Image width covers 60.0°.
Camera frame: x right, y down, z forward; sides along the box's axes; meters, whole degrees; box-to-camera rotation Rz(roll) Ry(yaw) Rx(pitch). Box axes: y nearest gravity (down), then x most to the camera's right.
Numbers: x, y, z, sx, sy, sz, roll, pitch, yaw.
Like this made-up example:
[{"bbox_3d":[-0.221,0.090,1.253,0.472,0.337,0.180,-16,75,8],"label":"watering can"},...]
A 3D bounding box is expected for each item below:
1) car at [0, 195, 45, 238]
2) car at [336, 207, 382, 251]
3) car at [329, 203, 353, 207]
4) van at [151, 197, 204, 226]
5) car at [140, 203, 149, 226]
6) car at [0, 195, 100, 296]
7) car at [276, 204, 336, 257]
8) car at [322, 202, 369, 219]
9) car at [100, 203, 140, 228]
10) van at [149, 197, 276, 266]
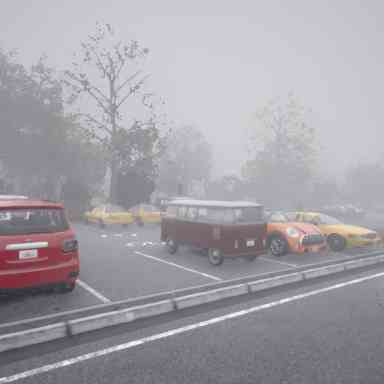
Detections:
[{"bbox_3d":[-10.299,1.210,18.934,2.435,2.045,5.566,0,0,-36],"label":"car"},{"bbox_3d":[5.500,1.587,15.001,1.946,1.575,5.366,1,-1,-36],"label":"car"},{"bbox_3d":[15.632,2.190,37.608,2.002,1.452,4.674,2,-1,-36],"label":"car"},{"bbox_3d":[-1.181,1.375,25.392,1.878,1.987,4.442,1,-1,-36],"label":"van"},{"bbox_3d":[-3.627,1.553,24.002,1.946,1.575,5.366,1,-1,-36],"label":"car"},{"bbox_3d":[-4.474,1.200,8.071,2.435,2.045,5.566,1,0,-36],"label":"car"},{"bbox_3d":[3.008,1.417,13.473,2.185,1.767,4.553,1,-1,-36],"label":"car"},{"bbox_3d":[18.181,2.128,39.500,2.185,1.767,4.553,2,-1,-35],"label":"car"},{"bbox_3d":[-5.787,1.516,22.447,1.946,1.575,5.366,1,0,-36],"label":"car"},{"bbox_3d":[0.495,1.280,11.767,1.878,1.987,4.442,1,0,-36],"label":"van"}]
